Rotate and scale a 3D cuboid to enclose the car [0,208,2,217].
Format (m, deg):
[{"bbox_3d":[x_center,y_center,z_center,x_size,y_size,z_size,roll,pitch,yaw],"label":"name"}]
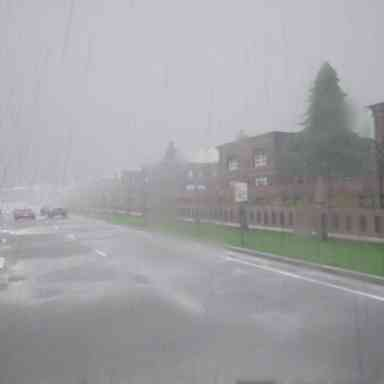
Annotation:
[{"bbox_3d":[-22.337,2.604,36.729,1.895,1.301,4.718,-1,-1,-28],"label":"car"}]

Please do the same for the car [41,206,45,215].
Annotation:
[{"bbox_3d":[-21.039,2.645,48.811,2.033,1.411,5.357,-1,-1,-29],"label":"car"}]

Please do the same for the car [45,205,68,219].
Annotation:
[{"bbox_3d":[-16.207,2.377,40.101,1.837,1.490,4.892,-1,-1,-28],"label":"car"}]

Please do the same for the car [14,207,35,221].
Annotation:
[{"bbox_3d":[-19.259,2.501,38.396,1.994,1.385,4.181,-1,-1,-28],"label":"car"}]

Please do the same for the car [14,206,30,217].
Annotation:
[{"bbox_3d":[-24.120,2.765,47.153,1.895,1.301,4.718,-1,-1,-29],"label":"car"}]
